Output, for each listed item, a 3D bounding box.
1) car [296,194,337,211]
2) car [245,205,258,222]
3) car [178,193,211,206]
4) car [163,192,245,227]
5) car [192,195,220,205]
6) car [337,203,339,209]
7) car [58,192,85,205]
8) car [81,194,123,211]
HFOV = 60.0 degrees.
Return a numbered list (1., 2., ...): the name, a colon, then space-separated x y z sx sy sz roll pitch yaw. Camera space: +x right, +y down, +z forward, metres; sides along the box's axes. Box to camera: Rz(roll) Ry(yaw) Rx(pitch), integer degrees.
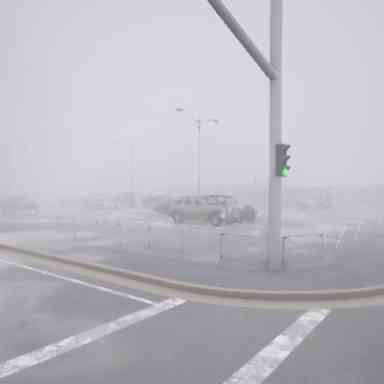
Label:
1. car: 14.328 1.167 38.892 3.866 1.878 1.905 0 0 37
2. car: 2.484 1.129 23.245 3.866 1.878 1.905 0 0 37
3. car: 0.366 1.066 49.476 4.605 1.855 1.932 0 0 37
4. car: 0.690 1.120 20.974 4.605 1.855 1.932 0 0 37
5. car: 2.169 1.282 51.744 3.905 1.438 1.784 0 0 37
6. car: 16.087 1.412 41.191 3.806 1.475 1.970 0 0 37
7. car: -18.321 1.201 49.698 3.806 1.475 1.970 0 0 37
8. car: -9.787 1.275 35.968 3.806 1.475 1.970 0 0 37
